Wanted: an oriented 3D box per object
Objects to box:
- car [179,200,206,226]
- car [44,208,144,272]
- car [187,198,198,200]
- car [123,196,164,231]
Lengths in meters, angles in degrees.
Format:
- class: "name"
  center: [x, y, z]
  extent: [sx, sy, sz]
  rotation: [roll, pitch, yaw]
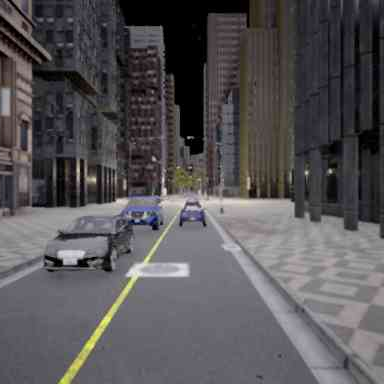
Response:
- class: "car"
  center: [0.048, 1.562, 23.852]
  extent: [1.812, 1.442, 4.674]
  rotation: [0, 0, 0]
- class: "car"
  center: [-3.097, 1.510, 10.904]
  extent: [2.128, 1.511, 4.902]
  rotation: [0, 0, 0]
- class: "car"
  center: [0.051, 1.538, 44.846]
  extent: [1.882, 1.535, 5.008]
  rotation: [0, 0, 0]
- class: "car"
  center: [-3.027, 1.260, 21.216]
  extent: [2.150, 2.045, 5.566]
  rotation: [0, 0, 0]
